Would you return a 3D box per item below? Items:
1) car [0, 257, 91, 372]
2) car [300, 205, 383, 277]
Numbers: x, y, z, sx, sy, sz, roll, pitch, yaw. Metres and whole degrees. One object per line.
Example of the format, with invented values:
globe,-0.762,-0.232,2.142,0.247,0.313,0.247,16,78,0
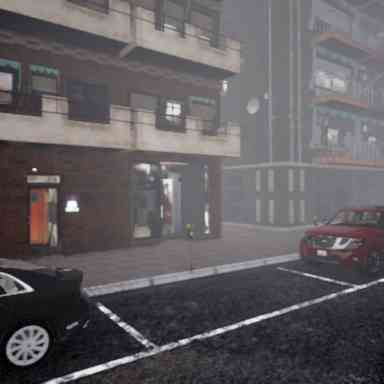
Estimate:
car,-3.514,1.548,4.065,4.403,1.369,2.008,0,-1,-35
car,5.607,1.364,10.574,5.009,1.841,2.192,0,-1,-35
